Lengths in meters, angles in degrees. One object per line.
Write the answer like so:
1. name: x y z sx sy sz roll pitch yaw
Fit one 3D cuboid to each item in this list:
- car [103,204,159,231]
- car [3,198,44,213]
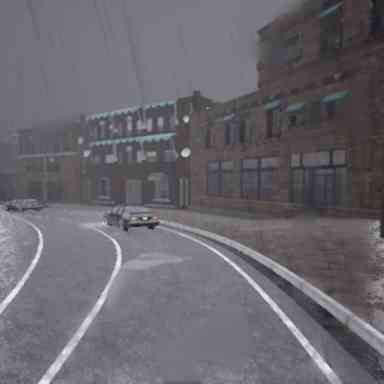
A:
1. car: -3.741 1.439 19.865 2.033 1.411 5.357 -1 1 -30
2. car: -17.124 1.300 33.710 5.357 1.411 2.033 1 1 37
